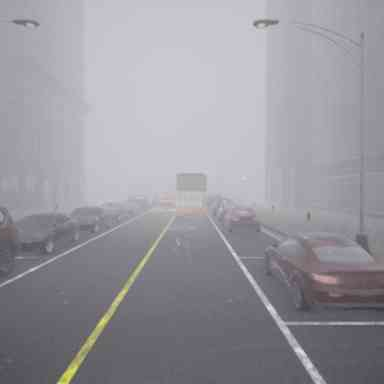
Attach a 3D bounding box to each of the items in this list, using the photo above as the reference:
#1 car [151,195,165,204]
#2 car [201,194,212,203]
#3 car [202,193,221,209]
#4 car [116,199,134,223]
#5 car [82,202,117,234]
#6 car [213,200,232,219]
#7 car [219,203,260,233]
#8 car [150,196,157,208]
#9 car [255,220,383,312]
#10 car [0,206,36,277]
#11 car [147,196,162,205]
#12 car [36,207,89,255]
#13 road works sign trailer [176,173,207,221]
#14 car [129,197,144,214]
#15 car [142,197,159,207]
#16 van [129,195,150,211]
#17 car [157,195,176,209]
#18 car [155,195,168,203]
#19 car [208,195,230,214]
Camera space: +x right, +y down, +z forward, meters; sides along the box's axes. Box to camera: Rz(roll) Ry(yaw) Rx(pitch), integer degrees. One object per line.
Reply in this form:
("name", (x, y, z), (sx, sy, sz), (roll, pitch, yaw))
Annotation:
("car", (-5.838, 1.295, 58.051), (1.947, 1.339, 4.313), (0, 0, 0))
("car", (2.679, 1.148, 63.700), (1.967, 1.590, 4.097), (0, 0, 0))
("car", (2.707, 1.116, 41.154), (2.192, 1.841, 5.009), (0, 0, 0))
("car", (-5.795, 1.428, 24.231), (2.008, 1.369, 4.403), (0, 0, 0))
("car", (-5.787, 1.470, 18.595), (1.947, 1.339, 4.313), (0, 0, 0))
("car", (2.730, 1.460, 24.248), (1.802, 1.307, 4.206), (0, 0, 0))
("car", (2.738, 1.488, 18.612), (1.802, 1.307, 4.206), (0, 0, 0))
("car", (-5.816, 1.326, 40.971), (1.752, 1.417, 4.829), (0, 0, 0))
("car", (2.752, 1.545, 7.339), (1.802, 1.307, 4.206), (0, 0, 0))
("car", (-5.774, 1.276, 7.321), (2.192, 1.841, 5.009), (0, 0, 0))
("car", (-5.831, 1.318, 52.415), (1.947, 1.339, 4.313), (0, 0, 0))
("car", (-5.780, 1.499, 12.959), (1.947, 1.339, 4.313), (0, 0, 0))
("road works sign trailer", (-0.031, 0.333, 26.128), (2.380, 3.560, 2.880), (0, 0, 0))
("car", (-5.802, 1.432, 29.869), (1.802, 1.307, 4.206), (0, 0, 0))
("car", (-5.824, 1.357, 46.778), (1.802, 1.307, 4.206), (0, 0, 0))
("van", (-5.810, 1.166, 35.504), (1.690, 1.788, 3.998), (0, 0, 0))
("car", (-3.143, 1.270, 42.795), (1.882, 1.535, 5.008), (0, 0, 0))
("car", (-5.846, 1.257, 63.688), (2.008, 1.369, 4.403), (0, 0, 0))
("car", (2.723, 1.292, 29.884), (1.967, 1.590, 4.097), (0, 0, 0))
